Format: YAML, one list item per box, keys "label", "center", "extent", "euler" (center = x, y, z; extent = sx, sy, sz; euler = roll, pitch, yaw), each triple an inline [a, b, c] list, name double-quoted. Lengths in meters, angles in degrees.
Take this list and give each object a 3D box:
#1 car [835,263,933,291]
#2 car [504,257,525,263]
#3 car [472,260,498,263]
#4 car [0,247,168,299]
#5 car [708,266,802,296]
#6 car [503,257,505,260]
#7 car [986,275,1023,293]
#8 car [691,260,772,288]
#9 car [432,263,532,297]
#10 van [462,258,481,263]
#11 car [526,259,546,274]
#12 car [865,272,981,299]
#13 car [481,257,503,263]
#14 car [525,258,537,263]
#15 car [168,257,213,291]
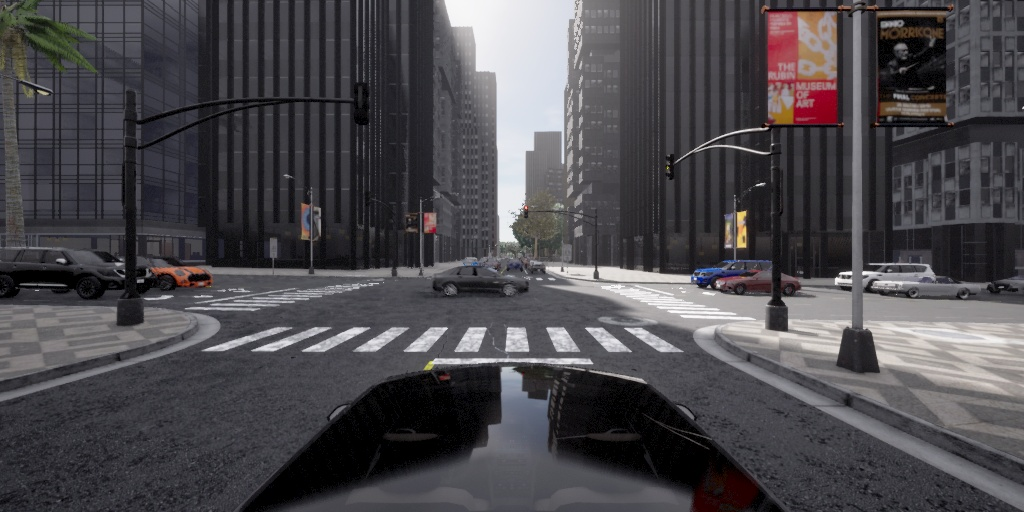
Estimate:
- label: "car"
  center: [25.887, 1.488, 24.904]
  extent: [5.566, 2.045, 2.150]
  euler: [1, 0, 0]
- label: "car"
  center: [0.397, 1.113, 50.585]
  extent: [2.097, 1.767, 4.553]
  euler: [0, 0, 1]
- label: "car"
  center: [-2.896, 1.358, 38.986]
  extent: [1.895, 1.301, 4.718]
  euler: [0, 0, 1]
- label: "car"
  center: [-18.494, 0.661, 15.107]
  extent: [5.566, 2.045, 2.150]
  euler: [1, 0, -2]
- label: "car"
  center: [14.844, 1.579, 21.701]
  extent: [4.674, 1.442, 1.812]
  euler: [1, 0, 0]
- label: "car"
  center: [-2.682, 1.270, 59.519]
  extent: [1.837, 1.490, 4.892]
  euler: [0, 0, 1]
- label: "car"
  center: [35.928, 2.022, 24.853]
  extent: [4.181, 1.385, 1.994]
  euler: [1, 0, 0]
- label: "car"
  center: [15.530, 1.294, 24.943]
  extent: [5.566, 2.045, 2.150]
  euler: [1, 0, 0]
- label: "car"
  center: [-1.589, 1.271, 18.314]
  extent: [4.892, 1.490, 1.837]
  euler: [0, 0, 0]
- label: "van"
  center: [-5.482, 1.101, 47.366]
  extent: [1.690, 1.789, 3.998]
  euler: [0, 0, 1]
- label: "car"
  center: [2.988, 1.308, 41.771]
  extent: [2.007, 1.370, 4.403]
  euler: [0, 0, 1]
- label: "car"
  center: [24.824, 1.841, 21.660]
  extent: [4.718, 1.301, 1.895]
  euler: [1, 0, 0]
- label: "car"
  center: [-2.789, 1.113, 49.270]
  extent: [2.097, 1.767, 4.553]
  euler: [0, 0, 1]
- label: "car"
  center: [3.044, 1.285, 47.453]
  extent: [1.751, 1.417, 4.829]
  euler: [0, 0, 1]
- label: "car"
  center: [-18.162, 0.805, 18.386]
  extent: [4.553, 1.767, 2.097]
  euler: [1, 0, 0]
